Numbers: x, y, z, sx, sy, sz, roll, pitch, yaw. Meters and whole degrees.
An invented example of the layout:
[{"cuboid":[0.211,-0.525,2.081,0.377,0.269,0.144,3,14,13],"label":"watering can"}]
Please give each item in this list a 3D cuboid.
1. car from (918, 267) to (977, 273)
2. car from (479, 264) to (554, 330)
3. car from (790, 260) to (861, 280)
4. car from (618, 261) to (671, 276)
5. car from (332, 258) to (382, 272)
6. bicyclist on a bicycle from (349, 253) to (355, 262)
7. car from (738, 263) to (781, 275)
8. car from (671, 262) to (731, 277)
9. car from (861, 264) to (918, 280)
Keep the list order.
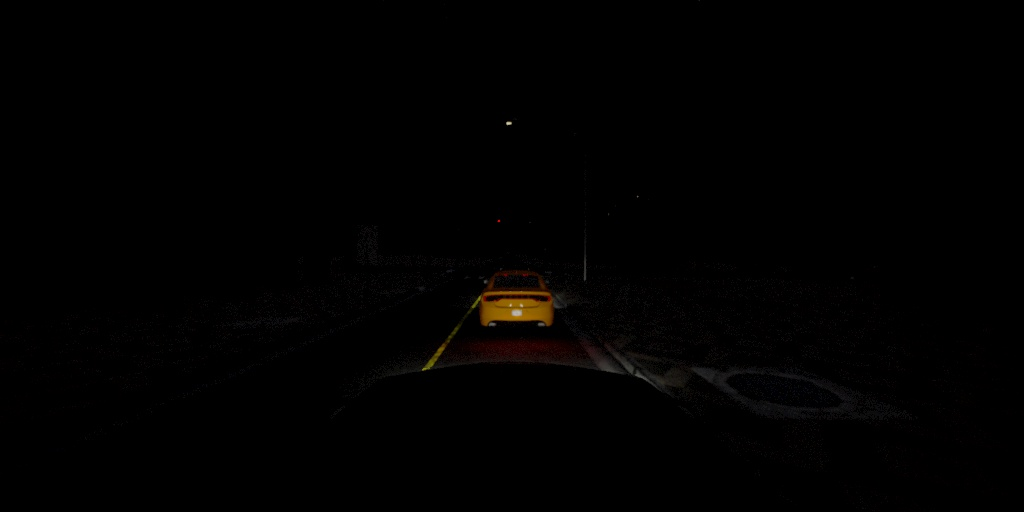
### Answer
[{"cuboid":[40.472,1.765,33.884,4.207,1.307,1.802,0,0,0],"label":"car"},{"cuboid":[0.133,1.160,10.824,1.882,1.535,5.008,0,0,0],"label":"car"},{"cuboid":[29.179,1.308,33.928,5.009,1.841,2.192,0,0,0],"label":"car"},{"cuboid":[12.249,1.288,33.993,4.313,1.339,1.948,0,0,0],"label":"car"},{"cuboid":[-14.658,0.875,34.001,4.403,1.370,2.007,0,0,0],"label":"car"},{"cuboid":[-20.327,0.452,45.509,0.582,1.620,1.656,1,1,0],"label":"bicyclist on a bicycle"},{"cuboid":[29.220,1.470,42.453,4.507,1.381,1.888,0,0,0],"label":"car"},{"cuboid":[18.062,1.336,33.971,4.829,1.417,1.751,0,0,0],"label":"car"},{"cuboid":[34.822,1.632,33.906,4.507,1.381,1.888,0,0,0],"label":"car"}]
